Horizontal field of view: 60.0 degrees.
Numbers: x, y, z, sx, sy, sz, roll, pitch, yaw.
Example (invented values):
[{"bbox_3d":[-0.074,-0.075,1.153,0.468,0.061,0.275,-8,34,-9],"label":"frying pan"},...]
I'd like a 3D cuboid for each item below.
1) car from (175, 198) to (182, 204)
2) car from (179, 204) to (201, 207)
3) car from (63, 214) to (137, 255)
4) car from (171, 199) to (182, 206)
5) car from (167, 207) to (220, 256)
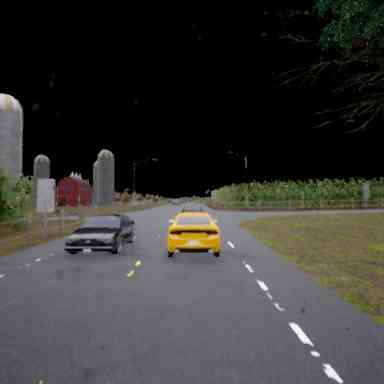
[{"bbox_3d":[-3.581,2.397,89.718,1.812,1.442,4.674,0,-1,0],"label":"car"},{"bbox_3d":[0.054,1.803,28.233,1.895,1.301,4.718,0,0,0],"label":"car"},{"bbox_3d":[-3.578,1.646,14.054,2.033,1.411,5.357,0,0,0],"label":"car"},{"bbox_3d":[-3.566,2.327,73.914,1.837,1.490,4.892,0,-1,0],"label":"car"},{"bbox_3d":[0.065,1.573,13.601,1.882,1.535,5.008,0,-1,0],"label":"car"}]
